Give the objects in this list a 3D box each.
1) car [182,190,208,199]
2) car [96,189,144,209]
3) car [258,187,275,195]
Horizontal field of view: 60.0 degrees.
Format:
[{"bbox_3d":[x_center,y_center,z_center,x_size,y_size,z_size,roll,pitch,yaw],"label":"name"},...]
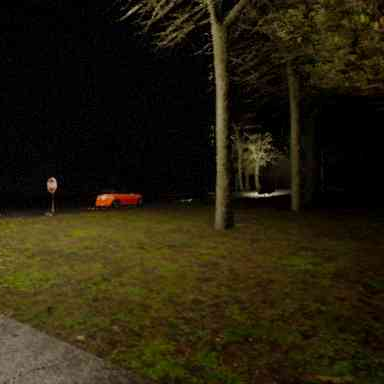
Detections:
[{"bbox_3d":[0.596,0.420,53.296,2.033,1.411,5.357,-2,1,34],"label":"car"},{"bbox_3d":[-6.481,0.546,30.595,2.097,1.767,4.553,-2,0,34],"label":"car"},{"bbox_3d":[13.606,-0.223,60.548,1.895,1.301,4.718,-2,1,30],"label":"car"}]
